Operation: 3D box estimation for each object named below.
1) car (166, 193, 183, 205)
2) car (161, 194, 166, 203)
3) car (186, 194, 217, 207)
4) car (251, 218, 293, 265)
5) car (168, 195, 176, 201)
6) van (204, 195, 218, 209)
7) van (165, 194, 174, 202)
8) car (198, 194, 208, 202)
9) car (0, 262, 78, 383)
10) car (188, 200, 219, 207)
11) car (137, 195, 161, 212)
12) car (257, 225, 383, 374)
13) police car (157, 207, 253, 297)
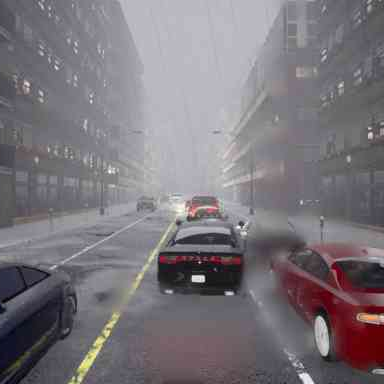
[{"bbox_3d":[-2.765,1.234,57.638,2.150,2.045,5.566,0,0,0],"label":"car"},{"bbox_3d":[-5.320,1.330,68.066,2.192,1.841,5.009,1,0,0],"label":"car"},{"bbox_3d":[0.817,1.230,24.588,2.150,2.045,5.566,0,0,0],"label":"car"},{"bbox_3d":[2.570,1.553,11.388,2.008,1.369,4.403,1,0,0],"label":"car"},{"bbox_3d":[-5.329,1.587,90.749,1.947,1.339,4.313,1,0,0],"label":"car"},{"bbox_3d":[2.565,1.351,45.414,1.690,1.788,3.998,1,0,0],"label":"van"},{"bbox_3d":[-5.323,1.359,79.408,1.690,1.788,3.998,1,0,0],"label":"van"},{"bbox_3d":[2.557,1.333,79.439,2.192,1.841,5.009,1,0,0],"label":"car"},{"bbox_3d":[-2.852,1.565,3.757,1.994,1.385,4.181,0,0,0],"label":"car"},{"bbox_3d":[0.818,1.459,18.747,1.801,1.575,5.366,0,0,0],"label":"car"},{"bbox_3d":[-5.314,1.324,39.711,2.192,1.841,5.009,1,0,0],"label":"car"},{"bbox_3d":[2.571,1.546,5.718,1.887,1.381,4.507,1,0,0],"label":"car"},{"bbox_3d":[0.432,1.427,8.813,1.930,1.638,5.238,0,0,7],"label":"police car"}]
